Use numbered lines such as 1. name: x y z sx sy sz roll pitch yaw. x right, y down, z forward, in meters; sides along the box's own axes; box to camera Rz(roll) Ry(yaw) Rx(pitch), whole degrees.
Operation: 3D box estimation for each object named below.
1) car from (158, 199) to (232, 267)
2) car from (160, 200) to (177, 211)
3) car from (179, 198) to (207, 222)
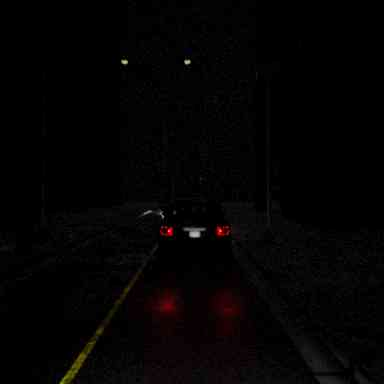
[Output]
1. car: 0.089 1.247 11.672 2.150 2.045 5.566 0 0 0
2. car: -3.064 1.717 43.730 1.994 1.385 4.181 0 0 0
3. car: 0.096 1.428 27.614 2.097 1.767 4.553 0 0 0
